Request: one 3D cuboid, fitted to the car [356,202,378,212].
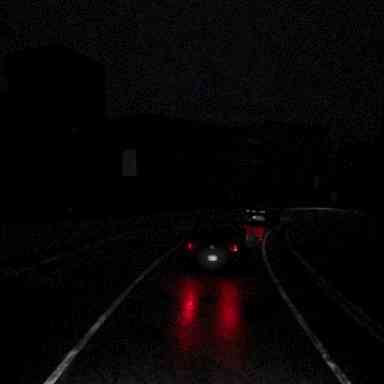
[{"bbox_3d":[27.954,2.339,52.116,4.902,1.511,2.128,3,3,-24],"label":"car"}]

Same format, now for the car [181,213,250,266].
[{"bbox_3d":[0.987,1.632,11.799,1.895,1.301,4.718,1,0,10],"label":"car"}]

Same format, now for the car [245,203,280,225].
[{"bbox_3d":[5.616,1.641,26.088,2.128,1.511,4.902,2,0,27],"label":"car"}]
